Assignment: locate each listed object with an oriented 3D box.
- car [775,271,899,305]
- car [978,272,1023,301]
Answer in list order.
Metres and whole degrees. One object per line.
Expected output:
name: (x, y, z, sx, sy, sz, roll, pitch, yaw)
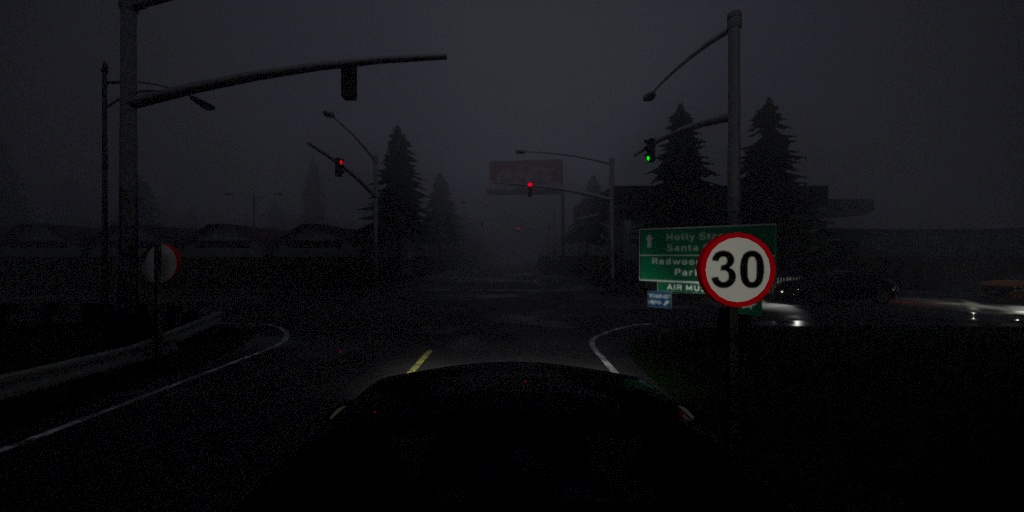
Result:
car: (15.196, 1.446, 16.940, 4.892, 1.490, 1.837, 0, 0, 1)
car: (25.132, 1.419, 16.811, 5.008, 1.535, 1.882, 0, 0, 1)
